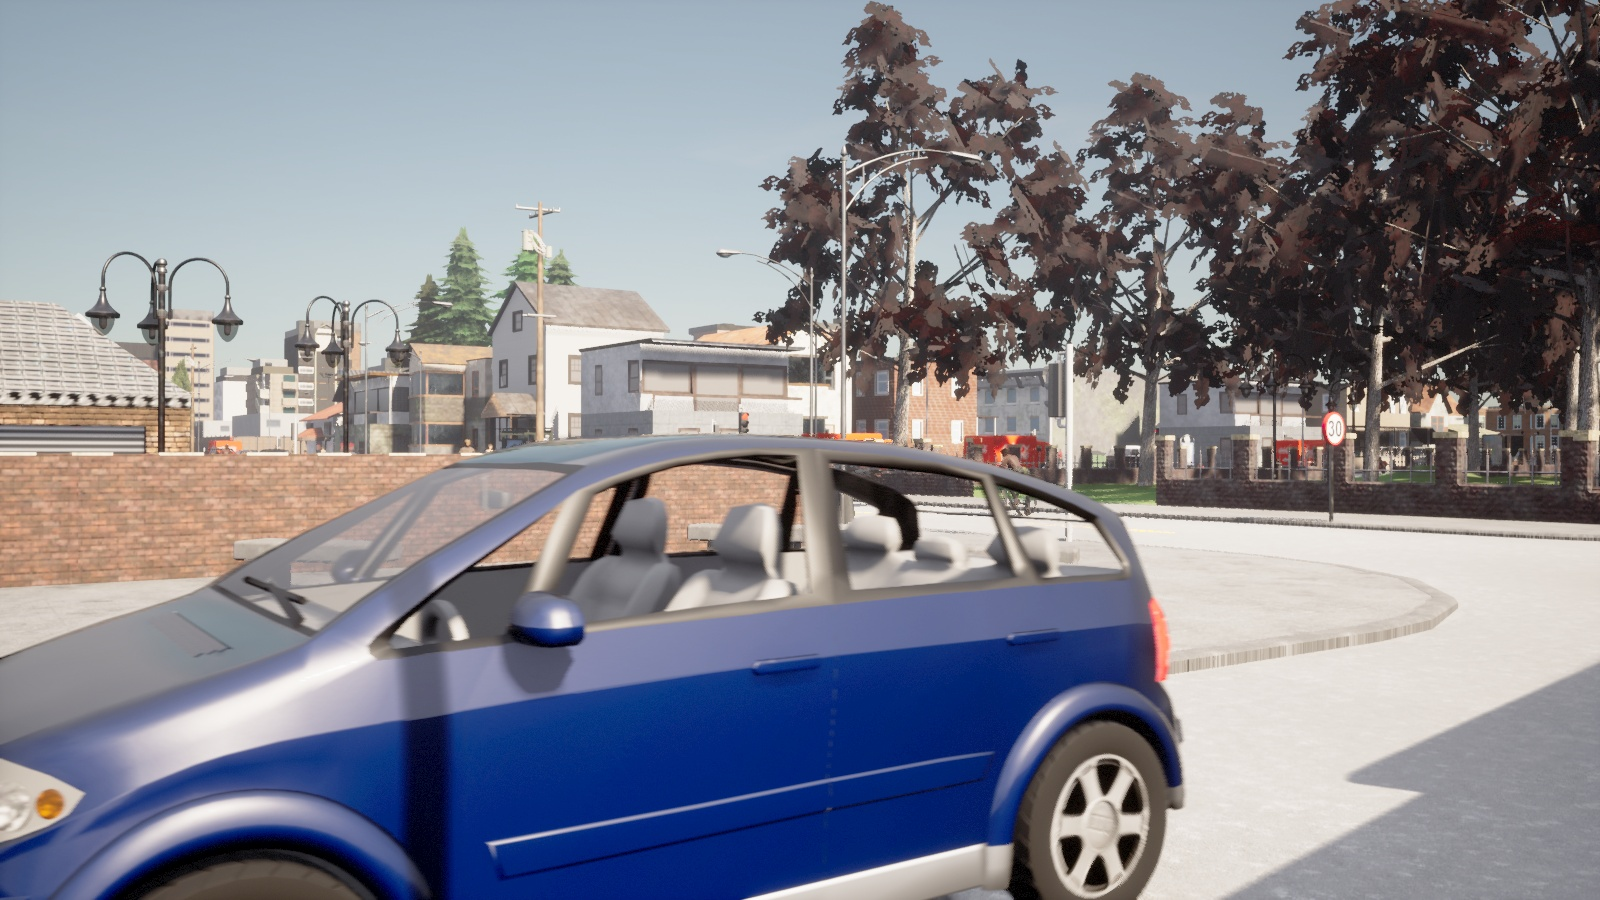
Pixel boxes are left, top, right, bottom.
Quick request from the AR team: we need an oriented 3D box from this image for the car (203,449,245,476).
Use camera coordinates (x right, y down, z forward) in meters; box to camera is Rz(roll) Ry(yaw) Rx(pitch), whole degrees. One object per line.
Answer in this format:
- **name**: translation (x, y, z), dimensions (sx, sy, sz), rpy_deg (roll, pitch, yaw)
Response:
- **car**: translation (-40.874, 0.866, 89.074), dimensions (1.932, 1.855, 4.605), rpy_deg (0, 0, -35)

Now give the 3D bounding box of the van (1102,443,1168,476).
- **van**: translation (22.234, 0.624, 83.453), dimensions (2.069, 2.038, 4.480), rpy_deg (1, -1, -19)

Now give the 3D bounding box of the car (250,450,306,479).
- **car**: translation (-31.357, 0.840, 75.362), dimensions (2.242, 1.667, 4.611), rpy_deg (0, 0, -35)

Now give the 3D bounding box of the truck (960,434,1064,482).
- **truck**: translation (11.362, 0.398, 67.218), dimensions (5.204, 2.467, 2.627), rpy_deg (0, 0, -38)

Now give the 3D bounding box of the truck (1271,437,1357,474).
- **truck**: translation (34.783, 0.391, 84.938), dimensions (5.204, 2.467, 2.627), rpy_deg (0, -1, -27)

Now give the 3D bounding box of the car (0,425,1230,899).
- **car**: translation (-0.613, 0.734, 3.834), dimensions (3.705, 1.549, 1.789), rpy_deg (0, 0, -35)

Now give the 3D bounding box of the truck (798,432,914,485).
- **truck**: translation (2.738, 0.402, 61.153), dimensions (5.204, 2.467, 2.627), rpy_deg (0, 0, -39)
